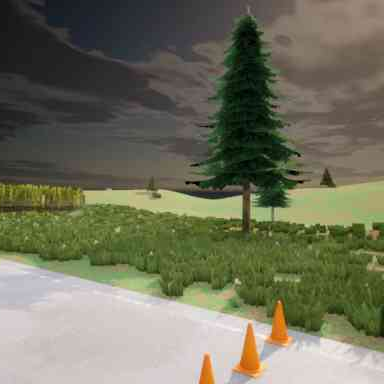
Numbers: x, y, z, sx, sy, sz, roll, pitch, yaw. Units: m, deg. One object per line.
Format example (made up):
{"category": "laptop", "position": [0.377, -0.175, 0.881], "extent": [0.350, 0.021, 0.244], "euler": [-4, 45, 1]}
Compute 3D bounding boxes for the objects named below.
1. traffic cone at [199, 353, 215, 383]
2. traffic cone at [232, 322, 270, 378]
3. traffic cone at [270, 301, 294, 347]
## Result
{"category": "traffic cone", "position": [0.154, 1.955, 3.424], "extent": [0.340, 0.580, 0.340], "euler": [0, 0, 36]}
{"category": "traffic cone", "position": [0.739, 1.955, 4.235], "extent": [0.340, 0.580, 0.340], "euler": [0, 0, 36]}
{"category": "traffic cone", "position": [1.324, 1.955, 5.047], "extent": [0.340, 0.580, 0.340], "euler": [0, 0, 36]}
